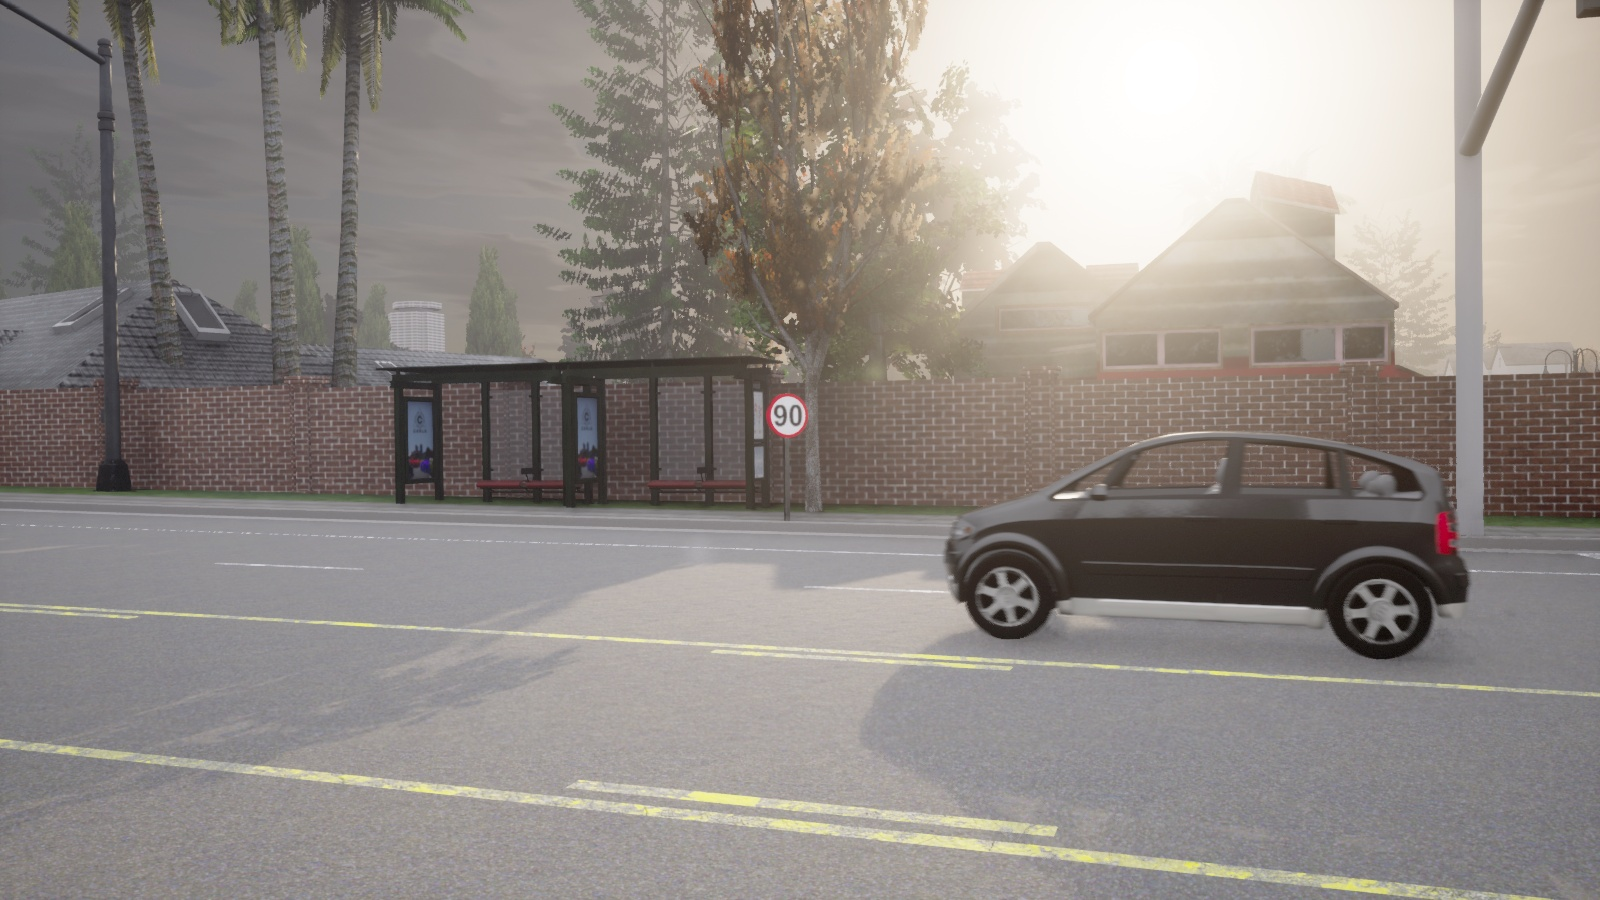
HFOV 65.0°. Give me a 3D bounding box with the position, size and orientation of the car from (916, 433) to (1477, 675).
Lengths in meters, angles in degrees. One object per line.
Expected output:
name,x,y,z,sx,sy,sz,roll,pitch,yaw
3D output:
car,2.914,0.657,9.598,3.705,1.549,1.789,1,1,19
